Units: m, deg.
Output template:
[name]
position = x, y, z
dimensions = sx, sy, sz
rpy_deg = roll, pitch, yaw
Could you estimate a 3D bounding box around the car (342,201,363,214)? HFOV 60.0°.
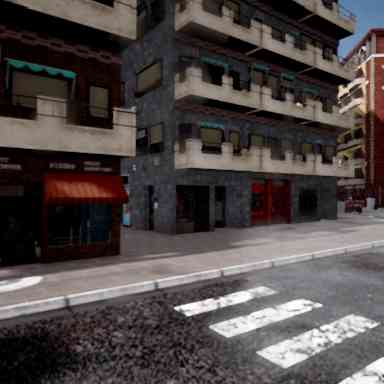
[car]
position = 17.813, 1.763, 38.249
dimensions = 1.895, 1.301, 4.718
rpy_deg = 0, 0, 5
